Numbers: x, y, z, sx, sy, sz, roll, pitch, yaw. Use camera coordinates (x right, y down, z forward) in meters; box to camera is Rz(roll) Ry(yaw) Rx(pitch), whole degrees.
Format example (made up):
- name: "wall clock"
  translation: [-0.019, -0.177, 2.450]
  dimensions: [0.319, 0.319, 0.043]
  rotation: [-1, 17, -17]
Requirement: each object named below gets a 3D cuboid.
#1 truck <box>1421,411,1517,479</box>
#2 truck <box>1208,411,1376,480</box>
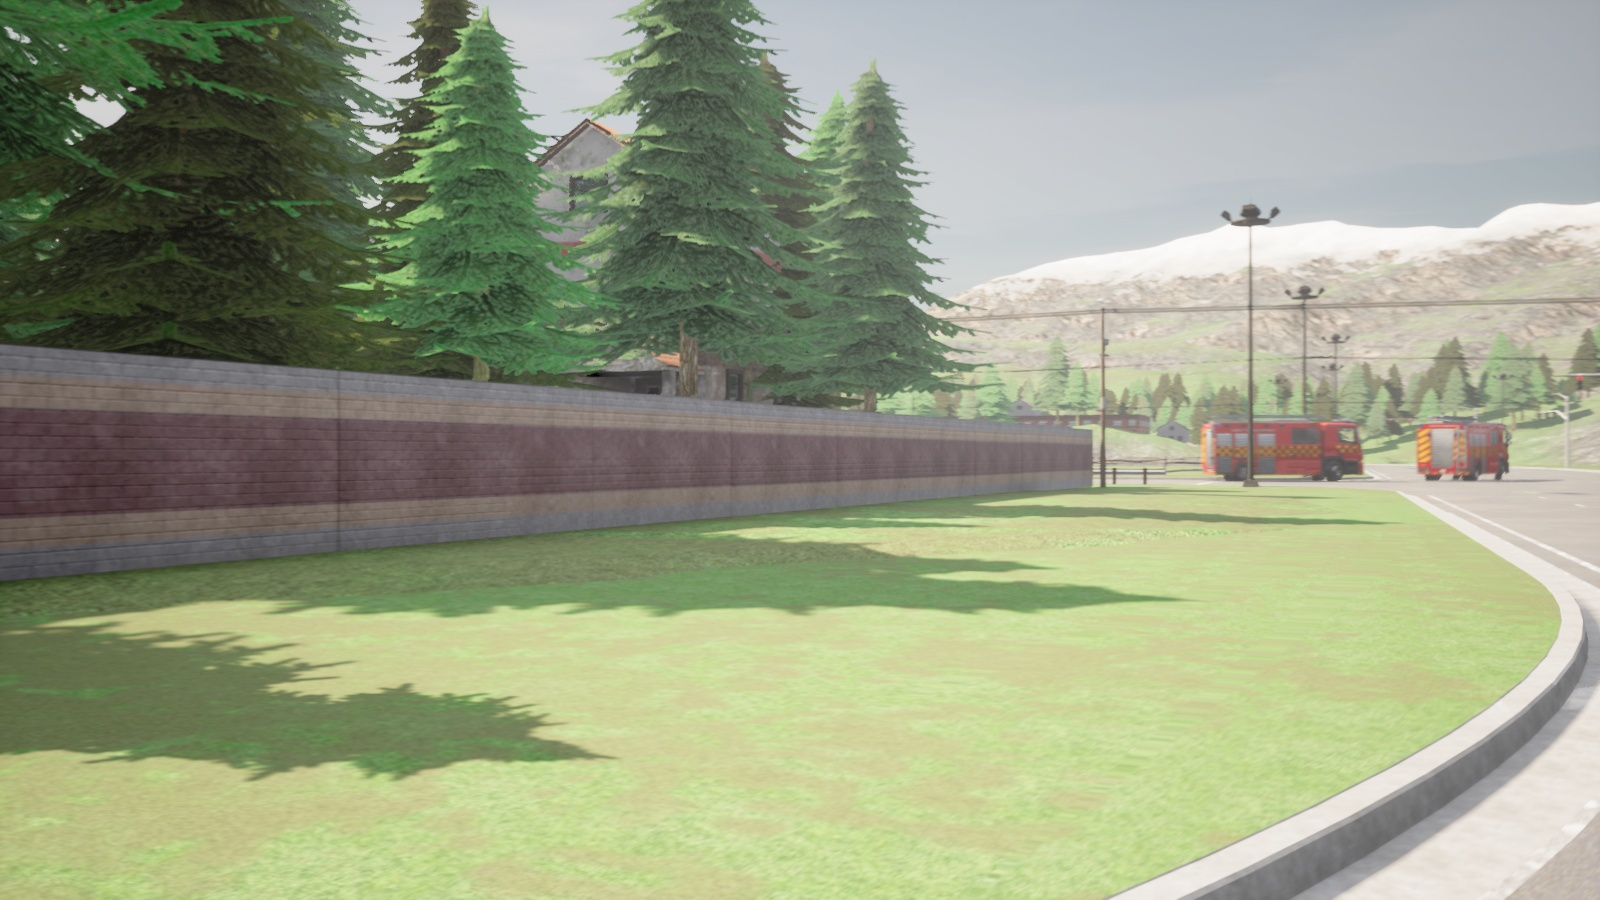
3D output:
- name: "truck"
  translation: [40.247, -0.286, 75.436]
  dimensions: [2.891, 3.827, 8.468]
  rotation: [0, 0, 44]
- name: "truck"
  translation: [28.124, -0.251, 72.083]
  dimensions: [8.468, 3.827, 2.891]
  rotation: [0, 0, 2]
